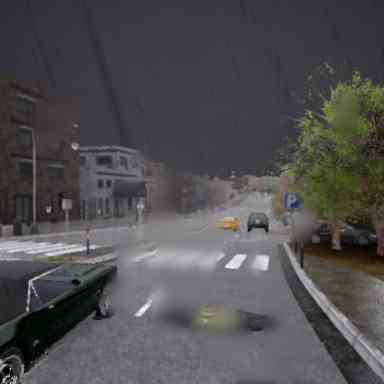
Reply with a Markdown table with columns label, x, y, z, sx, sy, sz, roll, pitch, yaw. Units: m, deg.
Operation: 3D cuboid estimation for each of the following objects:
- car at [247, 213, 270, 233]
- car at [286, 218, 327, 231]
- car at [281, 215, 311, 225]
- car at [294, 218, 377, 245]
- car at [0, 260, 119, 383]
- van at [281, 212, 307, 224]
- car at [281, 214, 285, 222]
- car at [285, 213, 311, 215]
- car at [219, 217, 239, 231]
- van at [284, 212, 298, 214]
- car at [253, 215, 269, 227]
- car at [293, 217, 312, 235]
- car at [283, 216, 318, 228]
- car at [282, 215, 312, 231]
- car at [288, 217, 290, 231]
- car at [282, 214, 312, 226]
| label | x | y | z | sx | sy | sz | roll | pitch | yaw |
| --- | --- | --- | --- | --- | --- | --- | --- | --- | --- |
| car | 7.305 | 3.300 | 36.512 | 2.150 | 2.045 | 5.566 | 0 | -3 | 13 |
| car | 14.088 | 3.965 | 41.235 | 4.674 | 1.452 | 2.002 | 0 | -3 | 13 |
| car | 17.842 | 4.765 | 57.312 | 4.892 | 1.521 | 2.231 | 0 | -3 | 13 |
| car | 9.703 | 2.790 | 22.492 | 4.892 | 1.521 | 2.231 | 0 | -4 | 13 |
| car | -2.678 | 1.681 | 4.967 | 1.895 | 1.301 | 4.718 | 1 | -1 | 7 |
| van | 18.365 | 4.664 | 60.030 | 4.442 | 1.987 | 1.878 | 0 | -2 | 13 |
| car | 15.314 | 4.250 | 46.601 | 4.792 | 1.488 | 2.163 | 0 | -3 | 13 |
| car | 13.435 | 3.649 | 38.565 | 4.553 | 1.767 | 2.185 | 0 | -3 | 13 |
| car | 4.243 | 3.566 | 37.643 | 1.882 | 1.535 | 5.008 | 0 | -3 | 14 |
| van | 16.712 | 4.274 | 51.934 | 4.442 | 1.987 | 1.878 | 0 | -3 | 13 |
| car | 10.104 | 4.239 | 48.410 | 2.128 | 1.511 | 4.902 | 0 | -3 | 14 |
| car | 10.330 | 2.960 | 25.170 | 5.008 | 1.535 | 2.097 | 0 | -3 | 13 |
| car | 15.997 | 4.390 | 49.264 | 4.792 | 1.488 | 2.163 | 0 | -3 | 13 |
| car | 12.032 | 3.454 | 33.243 | 5.366 | 1.575 | 1.946 | 0 | -3 | 13 |
| car | 11.614 | 3.326 | 30.509 | 4.792 | 1.488 | 2.163 | 0 | -3 | 13 |
| car | 17.222 | 4.515 | 54.768 | 4.553 | 1.767 | 2.185 | 0 | -3 | 13 |
